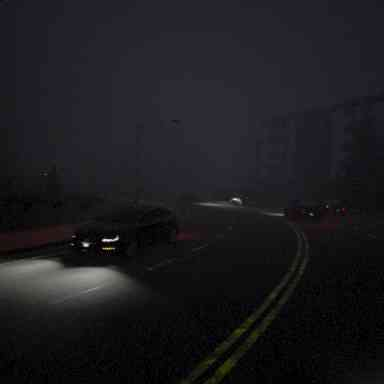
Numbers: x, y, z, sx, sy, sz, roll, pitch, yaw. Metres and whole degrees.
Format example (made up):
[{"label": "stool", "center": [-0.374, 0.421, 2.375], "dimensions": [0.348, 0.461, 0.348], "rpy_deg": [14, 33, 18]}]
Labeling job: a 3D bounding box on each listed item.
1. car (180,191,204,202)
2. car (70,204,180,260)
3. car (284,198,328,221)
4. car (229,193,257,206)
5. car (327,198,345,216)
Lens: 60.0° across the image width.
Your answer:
[{"label": "car", "center": [0.020, 0.614, 46.685], "dimensions": [2.128, 1.511, 4.902], "rpy_deg": [1, 1, -27]}, {"label": "car", "center": [-2.044, 1.224, 11.570], "dimensions": [1.837, 1.490, 4.892], "rpy_deg": [3, 1, 22]}, {"label": "car", "center": [8.218, 1.269, 24.774], "dimensions": [1.812, 1.442, 4.674], "rpy_deg": [2, 1, 3]}, {"label": "car", "center": [6.169, 0.887, 40.634], "dimensions": [2.128, 1.511, 4.902], "rpy_deg": [1, 1, -16]}, {"label": "car", "center": [11.708, 1.279, 29.150], "dimensions": [1.812, 1.442, 4.674], "rpy_deg": [2, 1, -2]}]
